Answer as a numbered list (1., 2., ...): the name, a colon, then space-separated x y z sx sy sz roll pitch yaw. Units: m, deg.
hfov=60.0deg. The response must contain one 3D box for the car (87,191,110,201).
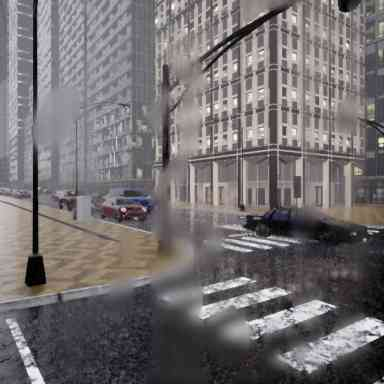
1. car: -14.050 0.644 49.829 1.947 1.339 4.313 1 0 -36

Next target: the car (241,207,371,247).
1. car: 4.750 1.395 14.639 2.033 1.411 5.357 0 1 -45

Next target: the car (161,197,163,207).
1. car: -4.318 0.982 36.221 1.802 1.307 4.206 1 0 -36

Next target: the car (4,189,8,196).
1. car: -33.797 0.208 63.032 1.887 1.381 4.507 1 0 -36

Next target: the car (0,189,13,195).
1. car: -40.283 0.016 72.100 1.947 1.339 4.313 1 0 -36

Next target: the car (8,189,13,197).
1. car: -30.554 0.321 58.498 2.008 1.369 4.403 1 0 -36

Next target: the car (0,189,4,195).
1. car: -37.040 0.107 67.566 2.008 1.369 4.403 1 0 -36

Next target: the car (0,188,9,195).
1. car: -43.526 -0.112 76.633 1.887 1.381 4.507 1 0 -36

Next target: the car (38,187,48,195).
1. car: -33.514 -0.020 77.041 1.887 1.381 4.507 1 0 -36

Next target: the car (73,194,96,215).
1. car: -7.855 1.103 26.762 1.802 1.307 4.206 1 0 -36

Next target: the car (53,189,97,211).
1. car: -11.090 0.729 31.295 2.192 1.841 5.009 1 0 -36

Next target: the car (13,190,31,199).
1. car: -27.311 0.422 53.965 1.887 1.381 4.507 1 0 -36

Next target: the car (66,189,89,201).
1. car: -17.187 0.400 49.737 2.097 1.767 4.553 0 1 -36

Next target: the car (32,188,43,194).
1. car: -40.002 -0.213 86.112 1.947 1.339 4.313 1 0 -36

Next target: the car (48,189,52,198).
1. car: -23.132 0.329 58.050 1.882 1.535 5.008 0 1 -36

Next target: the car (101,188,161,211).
1. car: -5.150 0.753 27.409 2.150 2.045 5.566 0 2 -37

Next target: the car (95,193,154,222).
1. car: -4.608 1.069 22.228 1.967 1.590 4.097 1 0 -36
